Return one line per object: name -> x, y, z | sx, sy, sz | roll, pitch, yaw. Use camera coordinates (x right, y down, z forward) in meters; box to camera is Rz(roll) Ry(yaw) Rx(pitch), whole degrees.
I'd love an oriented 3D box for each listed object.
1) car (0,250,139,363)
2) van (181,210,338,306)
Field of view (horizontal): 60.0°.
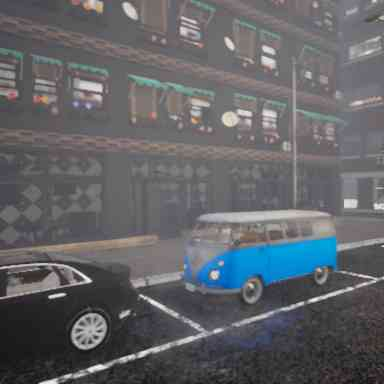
car -> -2.884, 1.551, 4.475 | 4.403, 1.369, 2.008 | 0, -1, -35
van -> 1.675, 1.341, 7.731 | 3.998, 1.788, 1.690 | 0, -1, -35
